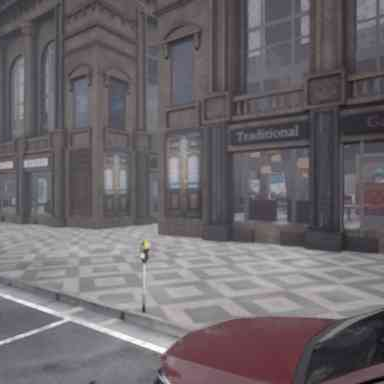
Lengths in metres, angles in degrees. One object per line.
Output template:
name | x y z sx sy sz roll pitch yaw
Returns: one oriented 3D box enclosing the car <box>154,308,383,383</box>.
car | 1.787 1.522 2.162 4.674 1.442 1.812 -1 0 36
